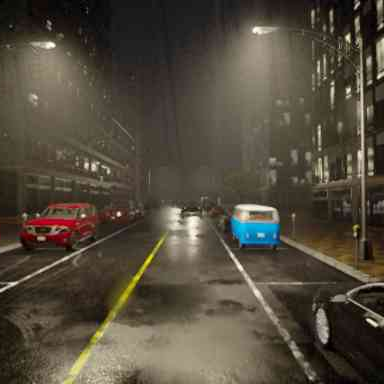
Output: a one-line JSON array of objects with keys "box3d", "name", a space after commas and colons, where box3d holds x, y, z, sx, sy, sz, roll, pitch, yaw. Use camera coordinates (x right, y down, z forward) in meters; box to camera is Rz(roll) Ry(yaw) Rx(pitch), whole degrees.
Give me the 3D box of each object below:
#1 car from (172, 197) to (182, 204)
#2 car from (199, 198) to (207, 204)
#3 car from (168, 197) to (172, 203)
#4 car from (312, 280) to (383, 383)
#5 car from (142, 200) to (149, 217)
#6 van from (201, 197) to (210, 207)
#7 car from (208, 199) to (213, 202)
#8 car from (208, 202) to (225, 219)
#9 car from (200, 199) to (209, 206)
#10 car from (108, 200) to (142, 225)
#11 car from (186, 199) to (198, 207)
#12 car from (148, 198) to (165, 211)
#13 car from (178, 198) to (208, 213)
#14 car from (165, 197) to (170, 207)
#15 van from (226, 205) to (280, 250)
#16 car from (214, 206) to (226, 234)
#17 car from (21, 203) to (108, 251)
[{"box3d": [-2.987, 1.871, 77.032, 1.837, 1.490, 4.892, 0, -1, 0], "name": "car"}, {"box3d": [2.689, 2.218, 83.286, 1.967, 1.590, 4.097, 1, -1, 0], "name": "car"}, {"box3d": [-5.656, 2.095, 83.414, 2.192, 1.841, 5.009, 1, -1, 0], "name": "car"}, {"box3d": [2.705, 1.587, 3.518, 2.008, 1.369, 4.403, 1, -1, 0], "name": "car"}, {"box3d": [-5.667, 1.753, 32.133, 1.967, 1.590, 4.097, 1, -1, 0], "name": "car"}, {"box3d": [2.688, 1.965, 66.194, 1.690, 1.788, 3.998, 1, -1, 0], "name": "van"}, {"box3d": [2.679, 1.983, 43.401, 1.947, 1.339, 4.313, 1, -1, 0], "name": "car"}, {"box3d": [2.677, 1.894, 32.006, 1.802, 1.307, 4.206, 1, -1, 0], "name": "car"}, {"box3d": [2.684, 2.241, 71.889, 1.947, 1.339, 4.313, 1, -1, 0], "name": "car"}, {"box3d": [-5.666, 1.574, 26.435, 2.192, 1.841, 5.009, 1, -1, 0], "name": "car"}, {"box3d": [0.010, 1.872, 58.954, 1.895, 1.301, 4.718, 0, -1, 0], "name": "car"}, {"box3d": [-5.662, 1.786, 49.228, 2.192, 1.841, 5.009, 1, -1, 0], "name": "car"}, {"box3d": [0.004, 1.526, 28.938, 2.128, 1.511, 4.902, 0, -1, 0], "name": "car"}, {"box3d": [-5.665, 2.140, 60.621, 1.947, 1.339, 4.313, 1, -1, 0], "name": "car"}, {"box3d": [2.721, 1.490, 14.916, 1.690, 1.788, 3.998, 1, -1, 0], "name": "van"}, {"box3d": [2.684, 1.769, 20.611, 1.947, 1.339, 4.313, 1, -1, 0], "name": "car"}, {"box3d": [-5.668, 1.465, 15.039, 2.192, 1.841, 5.009, 1, -1, 0], "name": "car"}]
